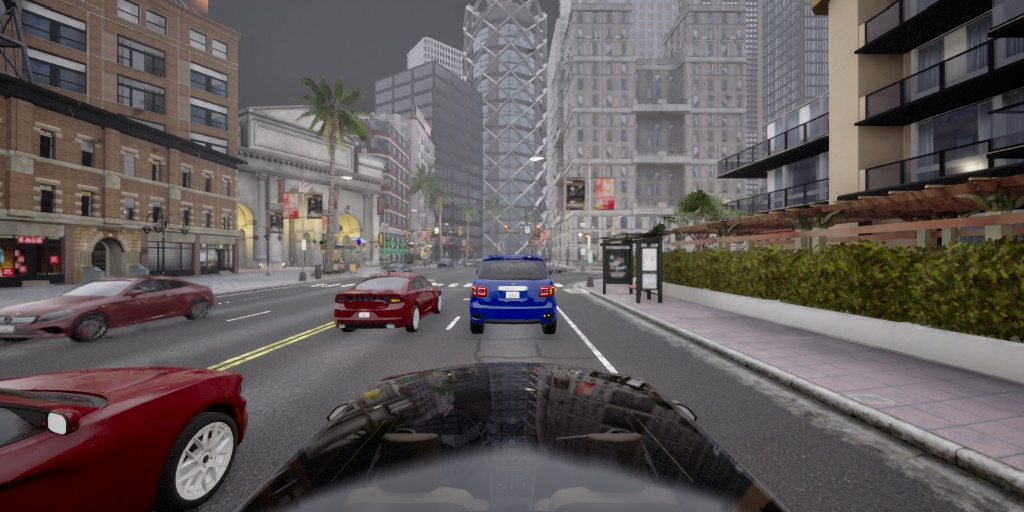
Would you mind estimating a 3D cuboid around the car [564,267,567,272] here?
[{"bbox_3d":[3.364,1.297,39.973,5.357,1.411,2.033,0,0,21],"label":"car"}]

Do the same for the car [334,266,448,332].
[{"bbox_3d":[-3.441,1.228,10.873,1.882,1.535,5.008,0,0,0],"label":"car"}]

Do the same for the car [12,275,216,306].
[{"bbox_3d":[-10.599,1.276,9.847,1.812,1.442,4.674,0,0,0],"label":"car"}]

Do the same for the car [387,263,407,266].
[{"bbox_3d":[-10.593,1.314,33.190,1.994,1.385,4.181,0,0,0],"label":"car"}]

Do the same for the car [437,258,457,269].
[{"bbox_3d":[-10.572,1.101,57.098,2.097,1.767,4.553,0,0,0],"label":"car"}]

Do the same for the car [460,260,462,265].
[{"bbox_3d":[-7.058,1.241,61.247,2.128,1.511,4.902,0,0,0],"label":"car"}]

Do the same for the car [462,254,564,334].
[{"bbox_3d":[0.054,0.971,10.763,2.150,2.045,5.566,0,0,1],"label":"car"}]

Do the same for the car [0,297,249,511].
[{"bbox_3d":[-3.390,1.228,1.294,1.882,1.535,5.008,0,0,0],"label":"car"}]
